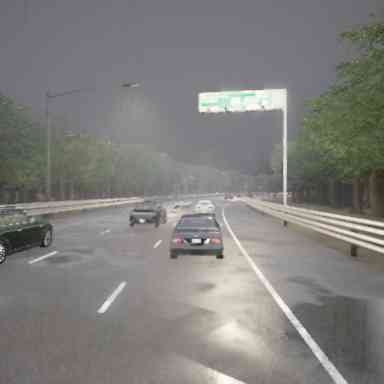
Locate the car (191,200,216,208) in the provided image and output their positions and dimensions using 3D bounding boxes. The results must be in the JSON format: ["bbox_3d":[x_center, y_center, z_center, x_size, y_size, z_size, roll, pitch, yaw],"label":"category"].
[{"bbox_3d":[1.223,1.513,31.192,1.812,1.442,4.674,0,0,4],"label":"car"}]

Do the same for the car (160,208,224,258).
[{"bbox_3d":[0.218,1.544,12.676,2.033,1.411,5.357,0,0,2],"label":"car"}]

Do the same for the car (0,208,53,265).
[{"bbox_3d":[-6.720,1.319,11.658,2.097,1.767,4.553,1,0,2],"label":"car"}]

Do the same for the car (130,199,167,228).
[{"bbox_3d":[-2.785,1.477,22.007,2.128,1.511,4.902,0,0,3],"label":"car"}]

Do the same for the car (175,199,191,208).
[{"bbox_3d":[-1.062,1.570,44.991,1.895,1.301,4.718,0,0,6],"label":"car"}]

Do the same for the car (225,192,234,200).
[{"bbox_3d":[10.642,1.136,94.887,2.150,2.045,5.566,0,0,13],"label":"car"}]
